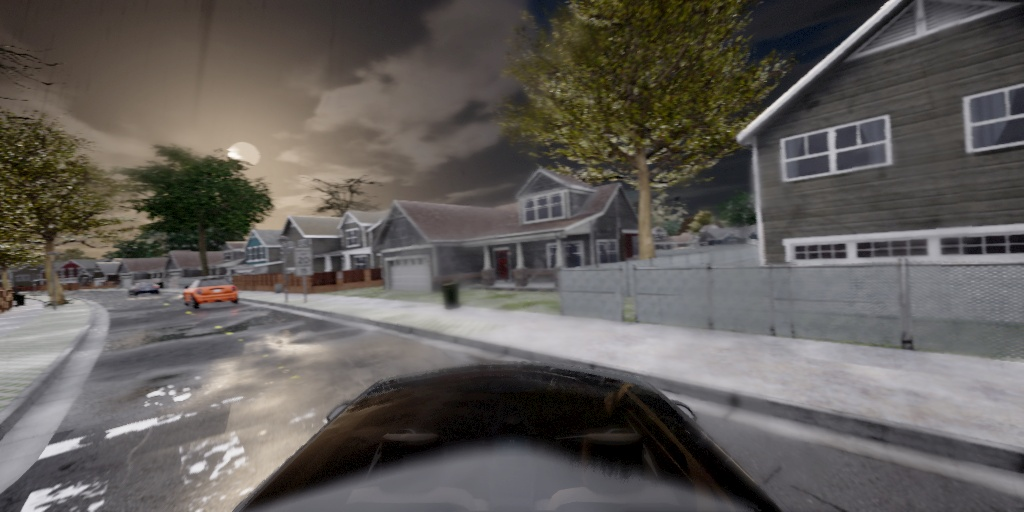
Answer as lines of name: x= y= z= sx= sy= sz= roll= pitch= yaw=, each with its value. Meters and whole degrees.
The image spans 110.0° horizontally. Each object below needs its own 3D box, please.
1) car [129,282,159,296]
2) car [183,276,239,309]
car: x=-41.335 y=3.660 z=40.261 sx=4.181 sy=1.385 sz=1.994 roll=-4 pitch=0 yaw=37
car: x=-18.766 y=2.149 z=22.251 sx=4.553 sy=1.767 sz=2.097 roll=-3 pitch=0 yaw=41
